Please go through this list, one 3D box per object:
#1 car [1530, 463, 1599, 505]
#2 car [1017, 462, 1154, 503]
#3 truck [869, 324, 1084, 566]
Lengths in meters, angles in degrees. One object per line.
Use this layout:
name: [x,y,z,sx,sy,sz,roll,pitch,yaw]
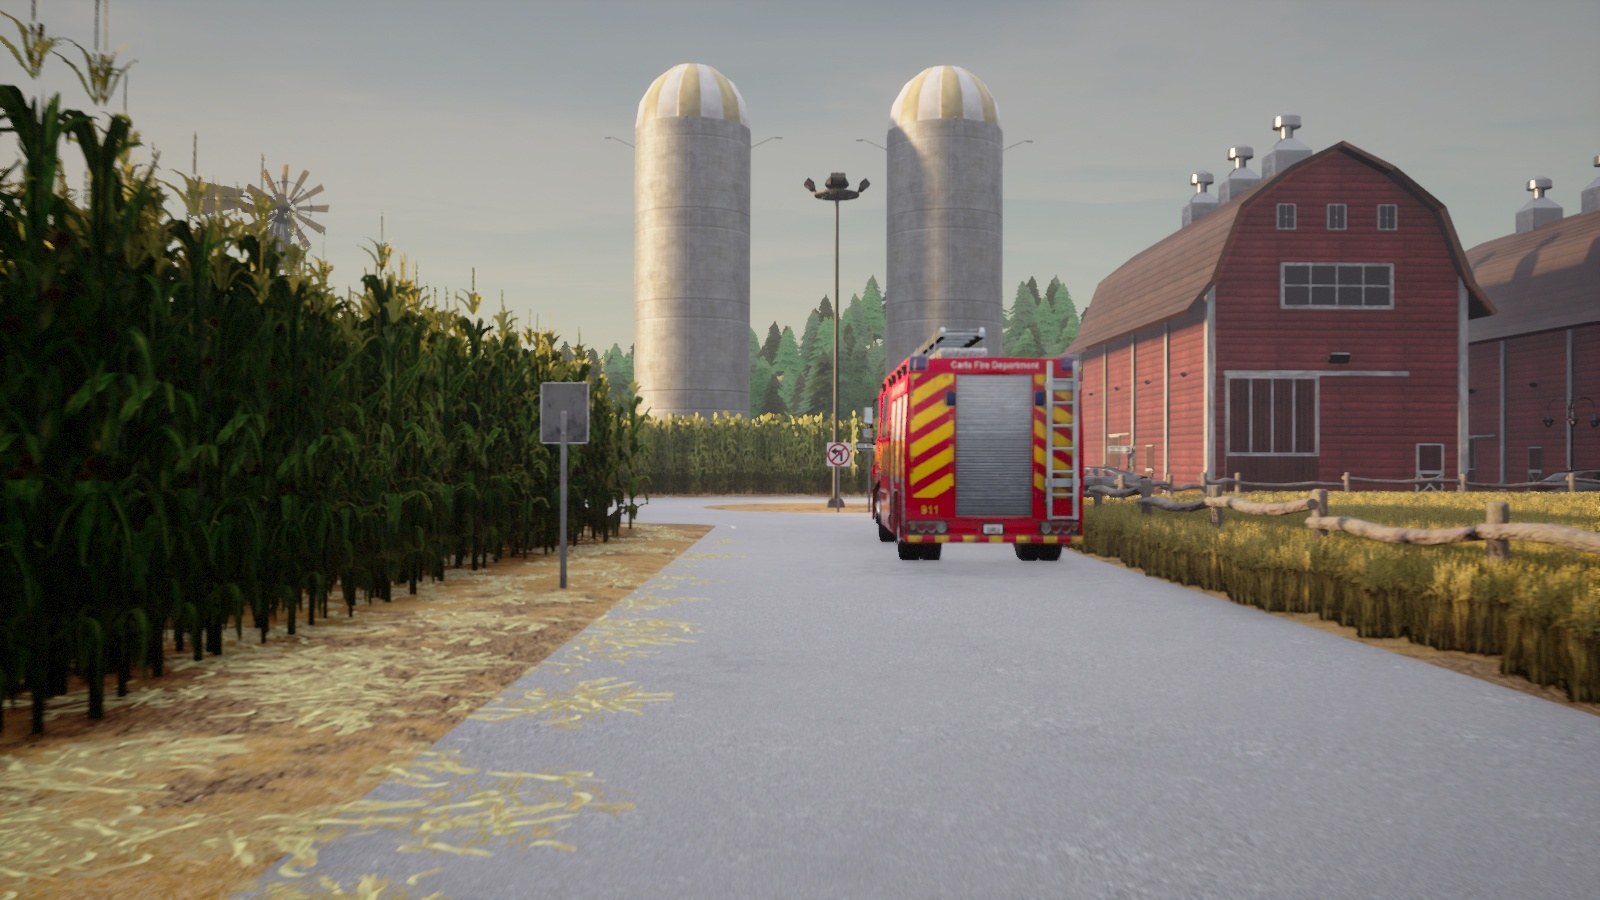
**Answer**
car: [29.038,1.217,45.451,4.193,1.474,1.816,0,0,-4]
car: [11.268,1.263,49.632,4.902,1.511,2.128,0,0,27]
truck: [3.036,-0.036,24.161,2.891,3.827,8.468,0,-1,0]
